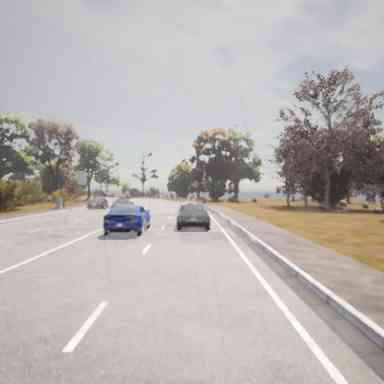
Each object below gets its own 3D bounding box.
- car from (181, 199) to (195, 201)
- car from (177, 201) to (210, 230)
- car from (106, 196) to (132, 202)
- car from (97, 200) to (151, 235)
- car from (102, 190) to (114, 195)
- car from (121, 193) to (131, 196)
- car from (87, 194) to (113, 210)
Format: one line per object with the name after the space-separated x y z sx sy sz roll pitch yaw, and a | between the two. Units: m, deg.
-0.462 1.435 38.716 1.895 1.301 4.718 0 0 -4 | car
0.080 1.475 20.551 1.994 1.385 4.181 0 0 0 | car
-7.529 1.407 35.841 1.994 1.385 4.181 0 0 -3 | car
-3.407 1.399 18.105 1.882 1.535 5.008 0 0 0 | car
-20.329 0.552 80.253 2.150 2.045 5.566 0 0 -24 | car
-15.161 0.965 76.740 2.097 1.767 4.553 0 0 -19 | car
-11.271 1.313 40.019 2.128 1.511 4.902 0 0 -4 | car
